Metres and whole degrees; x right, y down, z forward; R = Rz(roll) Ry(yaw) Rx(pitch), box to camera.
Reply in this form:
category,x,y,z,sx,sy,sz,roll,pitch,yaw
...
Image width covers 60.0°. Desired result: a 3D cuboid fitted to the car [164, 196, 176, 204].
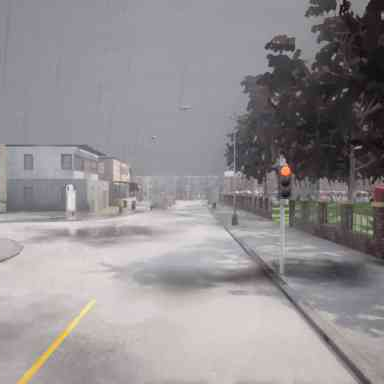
category,x,y,z,sx,sy,sz,roll,pitch,yaw
car,-4.053,1.526,62.283,1.812,1.442,4.674,0,0,1

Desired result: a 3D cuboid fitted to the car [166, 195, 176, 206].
category,x,y,z,sx,sy,sz,roll,pitch,yaw
car,-4.083,1.352,52.067,2.097,1.767,4.553,0,0,0

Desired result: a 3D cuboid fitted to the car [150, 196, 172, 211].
category,x,y,z,sx,sy,sz,roll,pitch,yaw
car,-4.092,1.547,41.965,2.033,1.411,5.357,0,0,0
